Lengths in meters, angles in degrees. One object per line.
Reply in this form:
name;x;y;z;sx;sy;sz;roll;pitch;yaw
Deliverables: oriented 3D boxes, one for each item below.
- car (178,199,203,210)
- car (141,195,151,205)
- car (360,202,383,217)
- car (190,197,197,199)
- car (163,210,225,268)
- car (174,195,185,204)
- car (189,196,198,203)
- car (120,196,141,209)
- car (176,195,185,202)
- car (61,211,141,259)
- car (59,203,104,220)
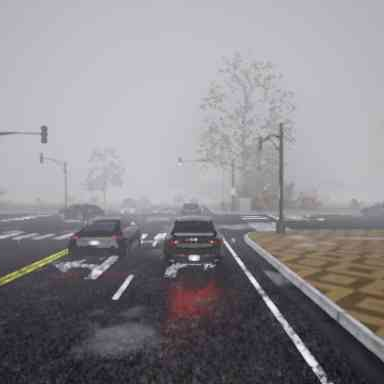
car;-0.098;1.684;29.568;1.837;1.490;4.892;0;0;0
car;-9.606;1.622;67.388;2.150;2.045;5.566;0;0;1
car;18.750;1.672;32.357;4.181;1.385;1.994;0;1;2
car;0.261;1.967;76.390;1.812;1.442;4.674;0;0;1
car;0.054;1.579;11.565;1.837;1.490;4.892;0;0;0
car;-2.993;1.666;76.080;2.150;2.045;5.566;0;0;1
car;0.390;1.917;86.425;2.128;1.511;4.902;0;0;1
car;-9.868;1.670;52.158;2.097;1.767;4.553;0;0;1
car;-2.860;1.747;86.438;2.097;1.767;4.553;0;0;1
car;-3.201;1.647;12.891;1.994;1.385;4.181;0;0;0
car;-9.475;1.705;28.375;4.892;1.490;1.837;0;-1;39
